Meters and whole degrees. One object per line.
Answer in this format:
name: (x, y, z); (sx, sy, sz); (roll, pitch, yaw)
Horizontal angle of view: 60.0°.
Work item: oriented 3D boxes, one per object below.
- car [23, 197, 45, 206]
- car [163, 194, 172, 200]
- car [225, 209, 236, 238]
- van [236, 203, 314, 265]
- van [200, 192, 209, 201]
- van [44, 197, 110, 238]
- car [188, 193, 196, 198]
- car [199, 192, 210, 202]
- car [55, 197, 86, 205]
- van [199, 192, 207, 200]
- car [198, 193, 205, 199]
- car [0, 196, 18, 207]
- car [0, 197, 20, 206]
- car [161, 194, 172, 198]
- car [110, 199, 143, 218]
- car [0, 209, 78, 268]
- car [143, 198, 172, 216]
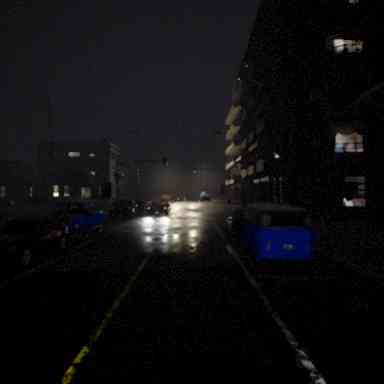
car: (-25.185, 1.507, 54.158); (4.313, 1.339, 1.947); (0, 0, 1)
car: (-5.658, 1.186, 77.407); (1.887, 1.381, 4.507); (1, 0, 0)
car: (2.705, 1.499, 16.857); (1.947, 1.339, 4.313); (1, 0, 0)
van: (2.707, 1.297, 11.210); (1.690, 1.788, 3.998); (1, 0, 0)
van: (2.723, 1.011, 71.859); (1.690, 1.788, 3.998); (1, 0, 0)
van: (-5.639, 1.275, 16.825); (1.690, 1.788, 3.998); (1, 0, 0)
car: (0.023, 1.008, 92.817); (1.994, 1.385, 4.181); (0, 0, 0)
car: (2.719, 1.251, 66.281); (2.008, 1.369, 4.403); (1, 0, 0)
car: (-19.703, 1.466, 54.081); (4.403, 1.369, 2.008); (0, 0, 1)
van: (2.727, 0.951, 83.021); (1.690, 1.788, 3.998); (1, 0, 0)
car: (2.727, 1.071, 94.352); (1.752, 1.417, 4.829); (1, 0, 0)
car: (-26.365, 1.300, 45.536); (4.097, 1.590, 1.967); (0, 0, 1)
car: (-30.664, 1.549, 54.234); (4.206, 1.307, 1.802); (0, 0, 1)
car: (-5.660, 1.253, 71.827); (1.802, 1.307, 4.206); (1, 0, 0)
car: (-5.638, 1.326, 28.117); (1.967, 1.590, 4.097); (1, 0, 0)
car: (-5.644, 1.502, 11.180); (1.887, 1.381, 4.507); (1, 0, 0)
car: (-3.048, 1.473, 31.202); (1.895, 1.301, 4.718); (0, 0, 1)
